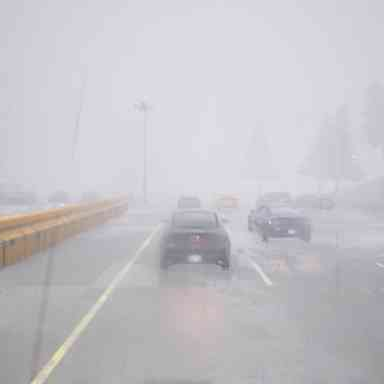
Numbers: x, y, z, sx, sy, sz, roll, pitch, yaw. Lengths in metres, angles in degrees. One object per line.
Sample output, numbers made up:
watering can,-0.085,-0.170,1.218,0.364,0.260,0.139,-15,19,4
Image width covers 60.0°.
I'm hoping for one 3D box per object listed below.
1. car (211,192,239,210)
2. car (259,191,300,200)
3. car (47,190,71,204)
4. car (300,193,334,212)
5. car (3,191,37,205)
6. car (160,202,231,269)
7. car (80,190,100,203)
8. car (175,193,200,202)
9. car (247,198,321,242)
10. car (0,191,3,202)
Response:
car,2.954,0.770,30.563,1.882,1.535,5.008,0,2,-4
car,6.683,0.724,27.071,2.097,1.767,4.553,0,1,-3
car,-15.965,0.577,40.130,1.837,1.490,4.892,0,1,-9
car,10.135,0.843,28.074,2.128,1.511,4.902,0,1,-4
car,-19.145,0.604,37.724,1.882,1.535,5.008,0,1,-8
car,0.086,1.265,10.244,1.837,1.490,4.892,0,1,0
car,-12.584,0.553,41.152,1.837,1.490,4.892,0,1,-9
car,-0.381,0.843,28.076,2.128,1.511,4.902,0,1,-4
car,3.583,1.195,14.196,1.812,1.442,4.674,0,1,0
car,-22.695,0.601,37.853,1.882,1.535,5.008,0,1,-8
